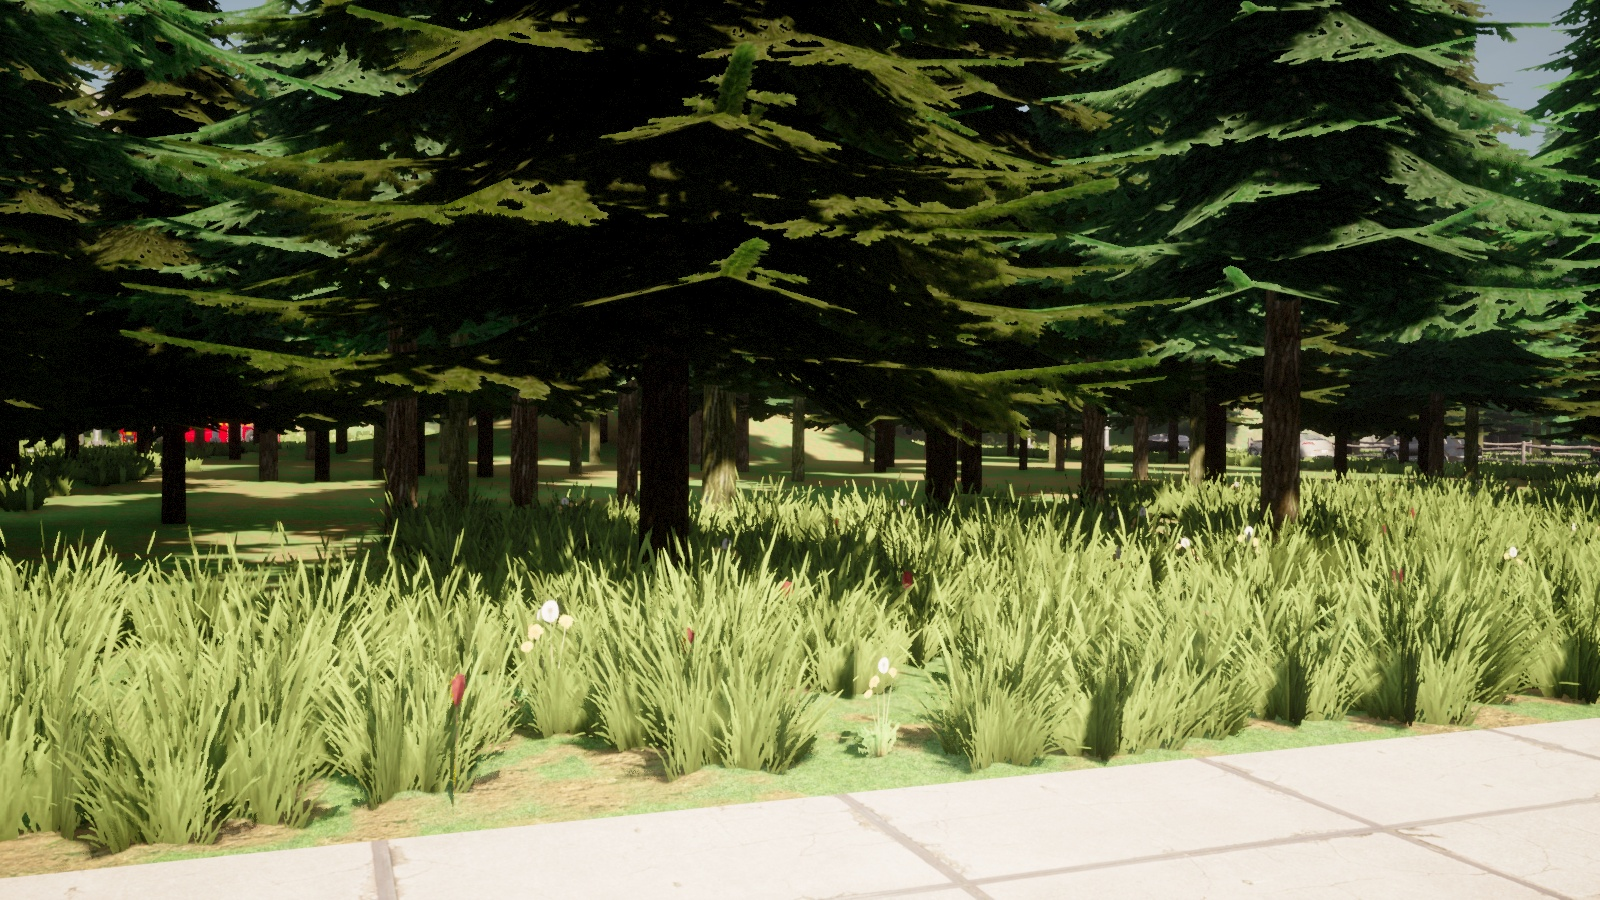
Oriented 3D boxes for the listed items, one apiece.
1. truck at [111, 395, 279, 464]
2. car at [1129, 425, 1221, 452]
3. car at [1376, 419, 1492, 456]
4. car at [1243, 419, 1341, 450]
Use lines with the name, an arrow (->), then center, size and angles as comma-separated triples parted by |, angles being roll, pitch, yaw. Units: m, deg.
truck -> -35.417, -1.212, 73.894 | 2.891, 3.827, 8.468 | 0, 1, 37
car -> 21.395, -0.673, 71.890 | 2.128, 1.511, 4.902 | -1, 1, -30
car -> 29.944, -0.590, 59.509 | 2.033, 1.649, 4.856 | -1, 1, -20
car -> 26.747, -0.852, 68.436 | 2.152, 1.651, 5.027 | -1, 1, -20
